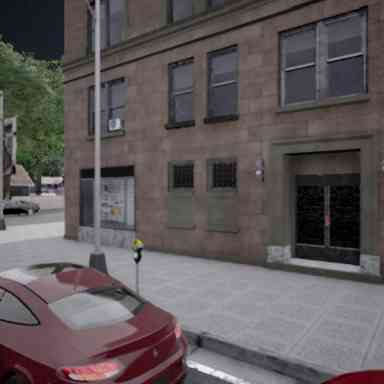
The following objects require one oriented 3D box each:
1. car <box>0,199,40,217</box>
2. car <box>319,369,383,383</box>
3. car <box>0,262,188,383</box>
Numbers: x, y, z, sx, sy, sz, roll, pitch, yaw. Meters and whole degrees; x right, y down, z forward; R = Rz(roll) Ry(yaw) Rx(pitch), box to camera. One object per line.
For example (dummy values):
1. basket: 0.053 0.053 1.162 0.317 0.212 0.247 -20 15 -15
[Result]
1. car: -15.624 1.385 28.573 2.128 1.511 4.902 0 0 34
2. car: 2.506 1.545 1.020 4.507 1.381 1.887 0 0 36
3. car: -1.985 1.580 4.226 4.206 1.307 1.802 0 0 36
